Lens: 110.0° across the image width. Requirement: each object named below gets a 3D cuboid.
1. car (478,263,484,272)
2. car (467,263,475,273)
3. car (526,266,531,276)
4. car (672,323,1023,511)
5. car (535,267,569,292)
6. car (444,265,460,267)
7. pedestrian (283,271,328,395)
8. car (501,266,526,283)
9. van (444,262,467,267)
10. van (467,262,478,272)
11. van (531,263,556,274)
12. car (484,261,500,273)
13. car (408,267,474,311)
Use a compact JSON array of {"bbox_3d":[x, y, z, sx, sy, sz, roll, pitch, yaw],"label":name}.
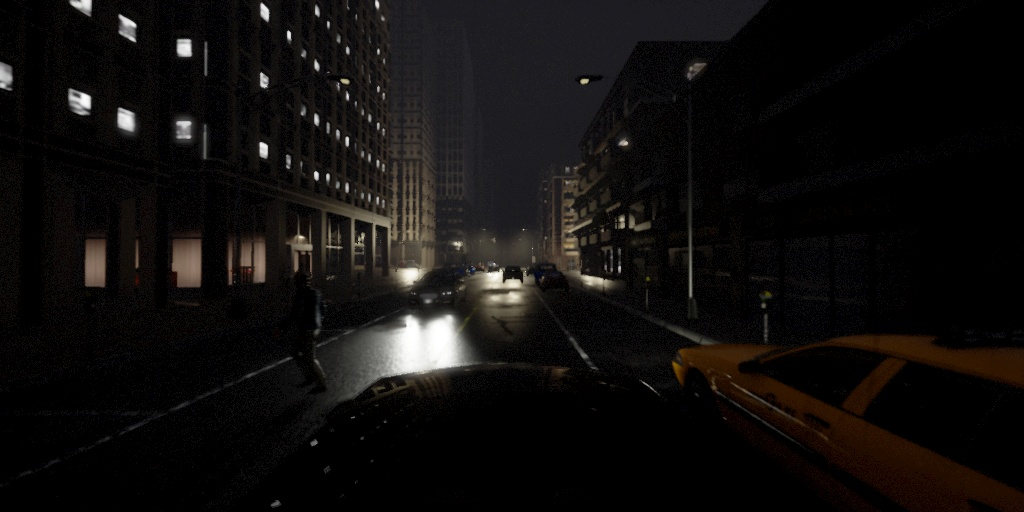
[{"bbox_3d":[-5.688,1.996,62.914,1.967,1.591,4.097,0,0,0],"label":"car"},{"bbox_3d":[-5.689,1.803,40.322,2.007,1.370,4.403,0,0,0],"label":"car"},{"bbox_3d":[2.692,1.879,45.969,2.007,1.370,4.403,0,0,0],"label":"car"},{"bbox_3d":[2.999,1.217,2.549,1.801,1.575,5.366,0,-1,0],"label":"car"},{"bbox_3d":[2.691,1.612,23.377,1.802,1.307,4.207,0,0,0],"label":"car"},{"bbox_3d":[-5.689,1.669,29.026,1.948,1.339,4.313,0,0,0],"label":"car"},{"bbox_3d":[-3.066,1.090,5.332,0.375,1.860,0.375,0,-1,-2],"label":"pedestrian"},{"bbox_3d":[0.095,1.659,32.868,1.837,1.490,4.892,0,-1,0],"label":"car"},{"bbox_3d":[-5.689,1.519,34.674,1.690,1.789,3.998,0,0,0],"label":"van"},{"bbox_3d":[-5.688,1.669,45.970,1.690,1.789,3.998,0,0,0],"label":"van"},{"bbox_3d":[2.691,1.445,29.025,1.690,1.789,3.998,0,0,0],"label":"van"},{"bbox_3d":[-3.000,2.015,60.209,2.128,1.511,4.902,0,-1,0],"label":"car"},{"bbox_3d":[-3.101,1.418,15.692,2.128,1.511,4.902,0,0,0],"label":"car"}]
